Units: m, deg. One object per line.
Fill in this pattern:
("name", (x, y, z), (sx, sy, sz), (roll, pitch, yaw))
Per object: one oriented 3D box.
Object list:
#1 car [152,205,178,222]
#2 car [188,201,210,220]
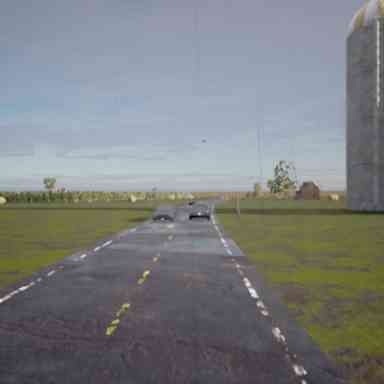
("car", (-2.290, 1.846, 29.534), (2.033, 1.411, 5.357), (0, -1, 2))
("car", (0.741, 1.885, 31.570), (1.994, 1.385, 4.181), (0, -1, 2))
